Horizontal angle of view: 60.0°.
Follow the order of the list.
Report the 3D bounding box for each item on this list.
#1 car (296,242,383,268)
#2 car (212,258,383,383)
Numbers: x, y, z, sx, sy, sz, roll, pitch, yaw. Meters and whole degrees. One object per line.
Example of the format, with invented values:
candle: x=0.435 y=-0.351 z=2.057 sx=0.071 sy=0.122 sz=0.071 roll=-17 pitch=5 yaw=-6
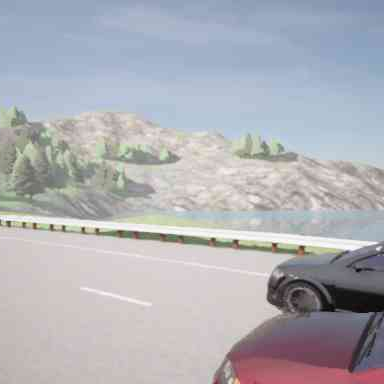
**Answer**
car: x=3.458 y=1.551 z=5.710 sx=4.181 sy=1.385 sz=1.994 roll=0 pitch=0 yaw=35
car: x=2.182 y=1.561 z=2.325 sx=4.181 sy=1.385 sz=1.994 roll=0 pitch=0 yaw=35
